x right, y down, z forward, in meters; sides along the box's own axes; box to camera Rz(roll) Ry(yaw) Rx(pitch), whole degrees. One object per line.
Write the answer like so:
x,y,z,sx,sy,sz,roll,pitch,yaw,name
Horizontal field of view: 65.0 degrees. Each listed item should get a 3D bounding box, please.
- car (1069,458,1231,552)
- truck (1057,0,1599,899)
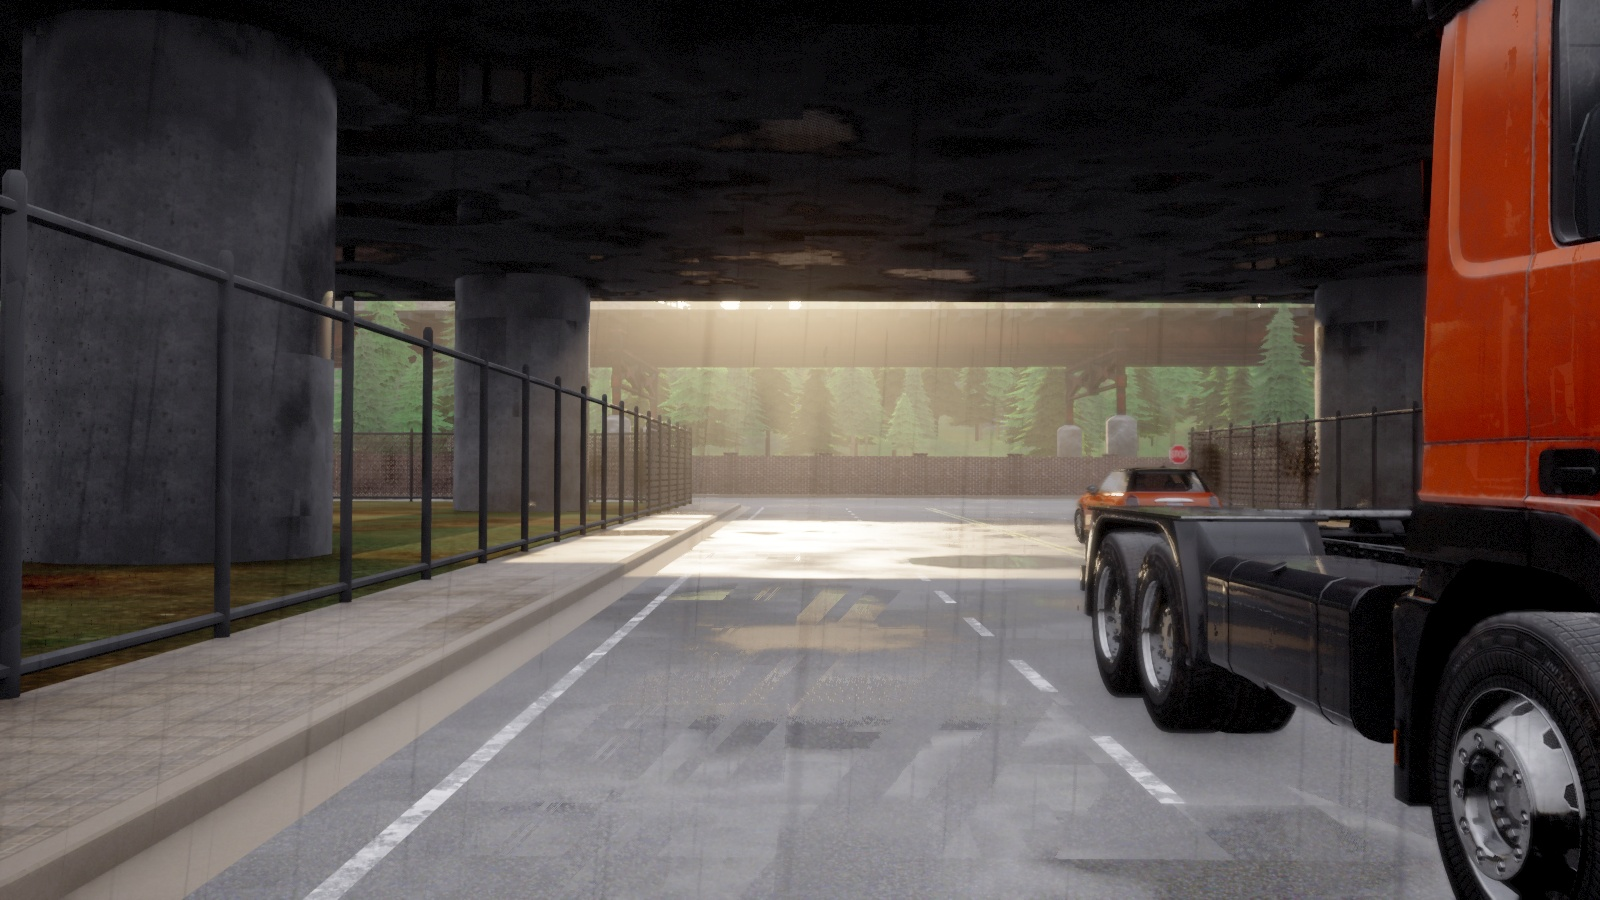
7.103,1.080,26.012,2.097,1.767,4.553,0,-1,0,car
3.521,-0.078,6.108,2.891,3.462,7.936,0,-1,0,truck
